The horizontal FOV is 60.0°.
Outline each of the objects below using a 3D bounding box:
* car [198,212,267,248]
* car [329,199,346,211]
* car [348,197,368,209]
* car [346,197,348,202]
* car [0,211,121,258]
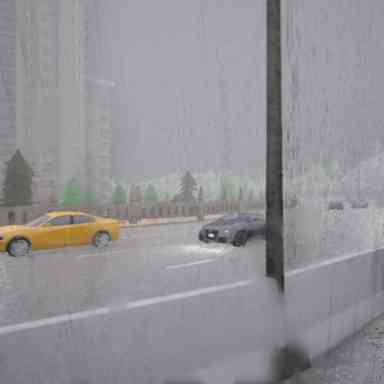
[{"bbox_3d":[2.260,1.625,15.257,4.181,1.385,1.994,0,0,-43],"label":"car"},{"bbox_3d":[19.963,1.869,46.063,1.895,1.301,4.718,0,-1,24],"label":"car"},{"bbox_3d":[25.593,1.796,50.776,2.128,1.511,4.902,0,-1,20],"label":"car"},{"bbox_3d":[33.597,1.749,69.612,1.837,1.490,4.892,0,-1,7],"label":"car"},{"bbox_3d":[-5.341,1.538,13.309,5.008,1.535,1.882,0,0,-39],"label":"car"}]
